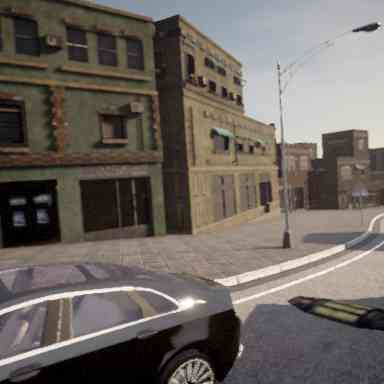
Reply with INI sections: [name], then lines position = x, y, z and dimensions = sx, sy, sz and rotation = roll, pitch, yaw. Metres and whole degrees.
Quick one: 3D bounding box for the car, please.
[car]
position = -1.672, 1.519, 3.069
dimensions = 4.902, 1.511, 2.128
rotation = 0, 0, -37
